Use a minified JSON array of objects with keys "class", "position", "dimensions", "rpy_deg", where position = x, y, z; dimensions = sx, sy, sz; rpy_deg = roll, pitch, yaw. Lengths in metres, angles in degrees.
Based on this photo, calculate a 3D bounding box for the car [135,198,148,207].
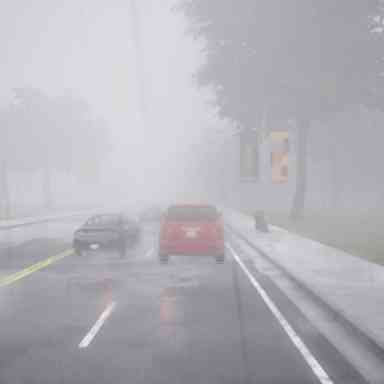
[{"class":"car","position":[-9.808,2.024,64.603],"dimensions":[2.097,1.767,4.553],"rpy_deg":[0,-1,1]}]

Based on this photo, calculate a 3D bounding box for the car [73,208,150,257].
[{"class":"car","position":[-3.236,1.631,13.510],"dimensions":[2.128,1.511,4.902],"rpy_deg":[0,0,0]}]

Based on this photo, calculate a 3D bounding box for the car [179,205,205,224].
[{"class":"car","position":[0.009,1.858,28.531],"dimensions":[1.994,1.385,4.181],"rpy_deg":[0,0,0]}]

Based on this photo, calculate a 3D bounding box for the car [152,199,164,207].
[{"class":"car","position":[-6.559,2.197,64.561],"dimensions":[1.812,1.442,4.674],"rpy_deg":[0,-1,1]}]

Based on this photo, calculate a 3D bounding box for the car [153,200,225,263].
[{"class":"car","position":[0.003,1.354,12.587],"dimensions":[2.150,2.045,5.566],"rpy_deg":[0,0,0]}]

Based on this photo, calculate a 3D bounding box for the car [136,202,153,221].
[{"class":"car","position":[-3.241,1.857,28.503],"dimensions":[1.994,1.385,4.181],"rpy_deg":[0,0,0]}]
